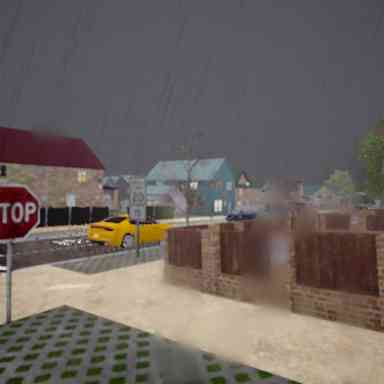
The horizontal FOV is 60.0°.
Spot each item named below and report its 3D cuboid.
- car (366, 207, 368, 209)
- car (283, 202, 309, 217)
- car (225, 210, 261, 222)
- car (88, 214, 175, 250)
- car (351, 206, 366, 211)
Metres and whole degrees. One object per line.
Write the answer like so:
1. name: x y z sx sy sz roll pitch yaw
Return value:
1. car: 41.405 4.178 80.069 2.033 1.411 5.357 1 -1 35
2. car: 14.569 2.373 46.333 2.150 2.045 5.566 1 -1 35
3. car: 5.106 2.444 32.928 1.895 1.301 4.718 1 -1 35
4. car: -2.794 1.846 16.605 1.882 1.535 5.008 1 -1 35
5. car: 35.792 3.774 72.006 1.812 1.442 4.674 1 -1 35
